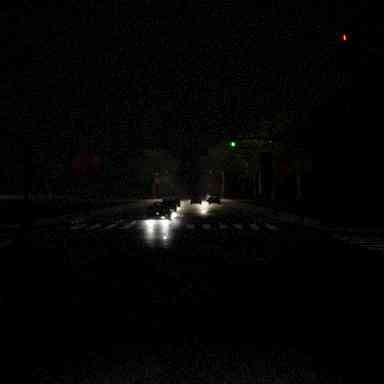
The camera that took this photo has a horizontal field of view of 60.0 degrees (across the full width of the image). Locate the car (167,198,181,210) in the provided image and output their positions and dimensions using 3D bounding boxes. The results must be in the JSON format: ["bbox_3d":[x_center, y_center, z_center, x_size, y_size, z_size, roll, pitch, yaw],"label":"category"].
[{"bbox_3d":[-2.737,1.524,39.722,2.128,1.511,4.902,0,0,0],"label":"car"}]

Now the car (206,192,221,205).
[{"bbox_3d":[3.981,1.382,59.993,2.097,1.767,4.553,0,0,0],"label":"car"}]

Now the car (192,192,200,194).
[{"bbox_3d":[0.795,1.096,70.081,2.150,2.045,5.566,0,0,0],"label":"car"}]

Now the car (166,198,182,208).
[{"bbox_3d":[-2.649,1.584,50.164,2.033,1.411,5.357,0,0,1],"label":"car"}]

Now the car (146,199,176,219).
[{"bbox_3d":[-2.796,1.592,29.374,1.994,1.385,4.181,0,0,1],"label":"car"}]

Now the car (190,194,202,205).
[{"bbox_3d":[0.732,1.599,60.043,1.994,1.385,4.181,0,0,0],"label":"car"}]

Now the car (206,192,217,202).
[{"bbox_3d":[4.045,1.091,70.060,2.150,2.045,5.566,0,0,0],"label":"car"}]
